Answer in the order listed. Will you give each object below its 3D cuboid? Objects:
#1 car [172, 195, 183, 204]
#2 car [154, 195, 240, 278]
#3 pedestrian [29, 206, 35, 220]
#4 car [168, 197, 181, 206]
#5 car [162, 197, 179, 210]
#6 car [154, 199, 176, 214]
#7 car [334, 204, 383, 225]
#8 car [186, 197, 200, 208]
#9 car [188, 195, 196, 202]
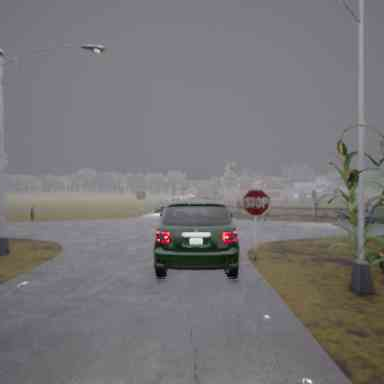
[{"bbox_3d":[-2.765,1.466,64.652,1.882,1.535,5.008,0,0,0],"label":"car"},{"bbox_3d":[0.159,1.214,10.250,2.150,2.045,5.566,0,0,1],"label":"car"},{"bbox_3d":[-12.185,1.611,25.393,0.500,1.100,0.500,0,2,0],"label":"pedestrian"},{"bbox_3d":[-2.836,1.551,54.591,1.994,1.385,4.181,0,0,0],"label":"car"},{"bbox_3d":[-2.845,1.463,44.778,1.882,1.535,5.008,0,0,0],"label":"car"},{"bbox_3d":[-2.851,1.550,36.044,1.994,1.385,4.181,0,0,0],"label":"car"},{"bbox_3d":[12.610,1.520,22.464,5.357,1.411,2.033,0,2,0],"label":"car"},{"bbox_3d":[0.103,1.534,50.176,2.033,1.411,5.357,0,0,0],"label":"car"},{"bbox_3d":[-0.011,1.470,77.022,1.882,1.535,5.008,0,0,0],"label":"car"}]
